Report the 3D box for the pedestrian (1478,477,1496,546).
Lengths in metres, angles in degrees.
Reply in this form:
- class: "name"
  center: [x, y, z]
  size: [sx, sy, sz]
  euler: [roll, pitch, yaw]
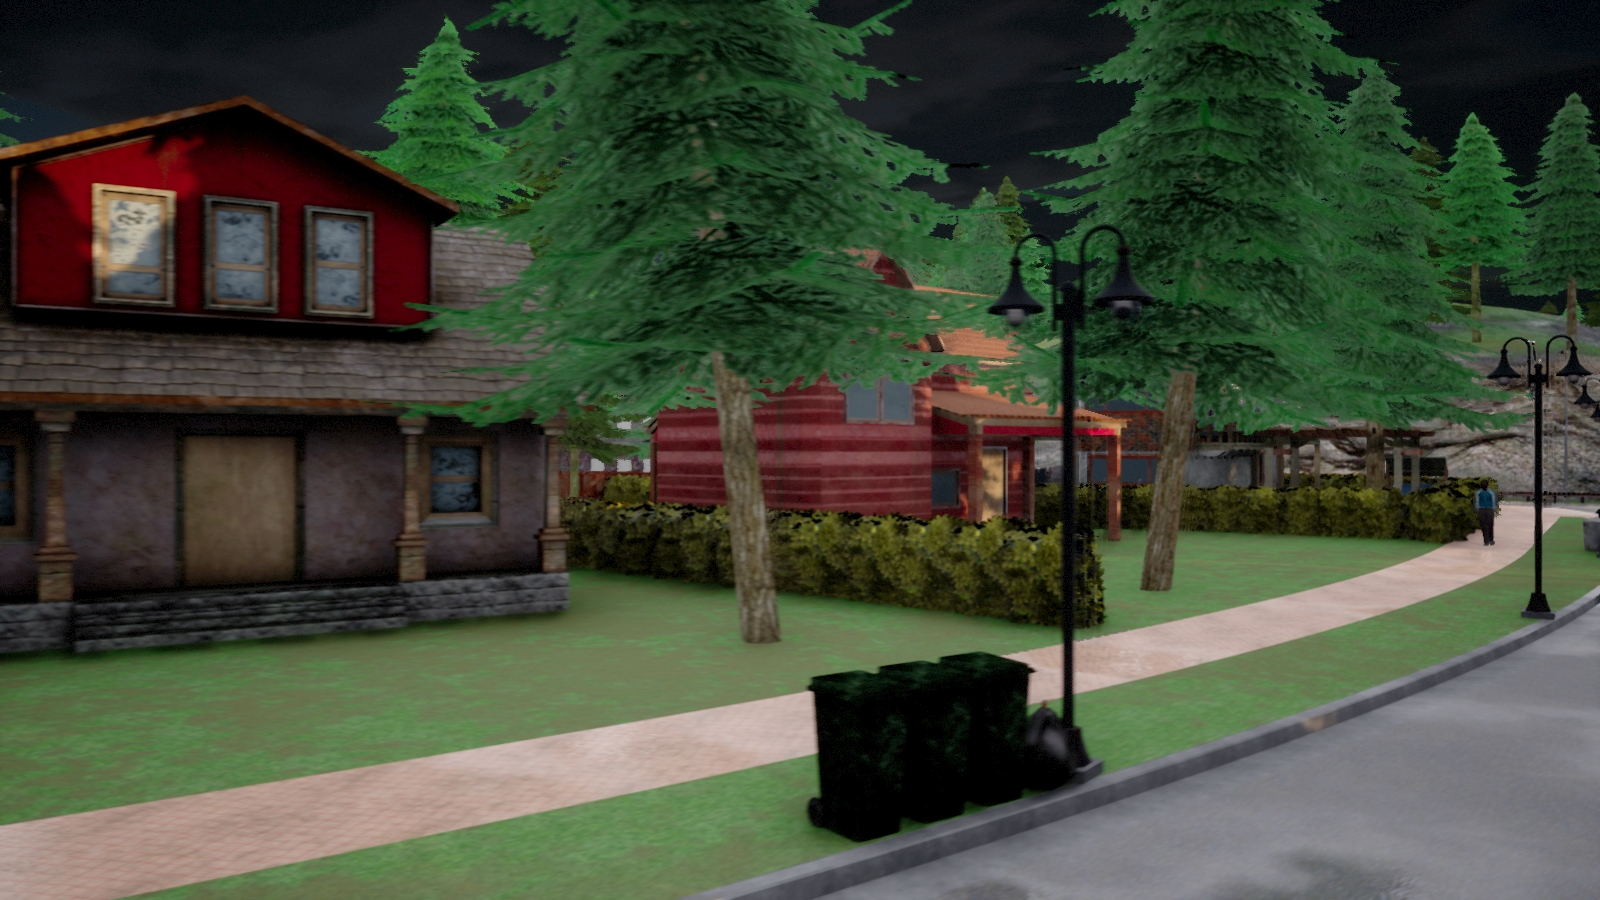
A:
- class: "pedestrian"
  center: [18.840, 1.673, 31.331]
  size: [0.375, 1.860, 0.375]
  euler: [0, 0, 42]
